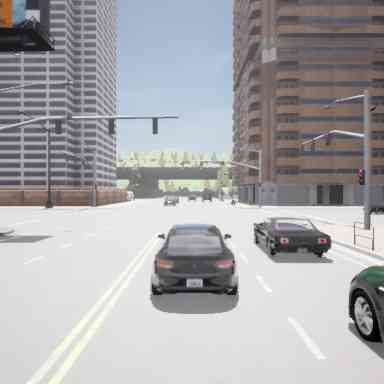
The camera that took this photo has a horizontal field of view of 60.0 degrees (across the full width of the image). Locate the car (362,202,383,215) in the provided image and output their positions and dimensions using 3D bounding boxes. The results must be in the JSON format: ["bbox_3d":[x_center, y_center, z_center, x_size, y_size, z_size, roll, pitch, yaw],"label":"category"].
[{"bbox_3d":[19.971,1.604,33.695,4.718,1.301,1.895,0,0,1],"label":"car"}]

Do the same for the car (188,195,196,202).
[{"bbox_3d":[0.033,1.433,77.268,1.837,1.490,4.892,0,0,0],"label":"car"}]

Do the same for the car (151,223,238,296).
[{"bbox_3d":[0.066,1.526,8.500,1.812,1.442,4.674,0,0,0],"label":"car"}]

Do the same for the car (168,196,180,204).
[{"bbox_3d":[-3.513,1.498,65.199,2.128,1.511,4.902,0,0,1],"label":"car"}]

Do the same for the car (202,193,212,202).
[{"bbox_3d":[3.534,1.233,77.978,2.150,2.045,5.566,0,0,0],"label":"car"}]

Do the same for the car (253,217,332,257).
[{"bbox_3d":[3.616,1.602,12.945,1.895,1.301,4.718,0,0,1],"label":"car"}]

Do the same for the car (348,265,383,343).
[{"bbox_3d":[3.601,1.352,3.608,2.097,1.767,4.553,0,0,0],"label":"car"}]

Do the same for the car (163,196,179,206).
[{"bbox_3d":[-3.577,1.497,54.795,2.128,1.511,4.902,0,0,-1],"label":"car"}]
